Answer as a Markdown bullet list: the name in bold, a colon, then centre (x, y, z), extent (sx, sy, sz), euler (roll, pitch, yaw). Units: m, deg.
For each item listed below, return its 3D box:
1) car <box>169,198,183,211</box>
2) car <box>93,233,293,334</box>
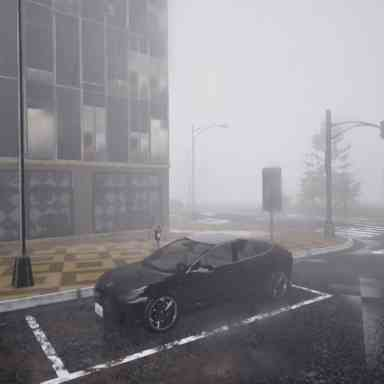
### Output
- **car**: centre (-3.065, 1.512, 40.562), extent (2.128, 1.511, 4.902), euler (-1, 1, -37)
- **car**: centre (0.241, 1.565, 6.739), extent (4.313, 1.339, 1.947), euler (0, -1, -35)
